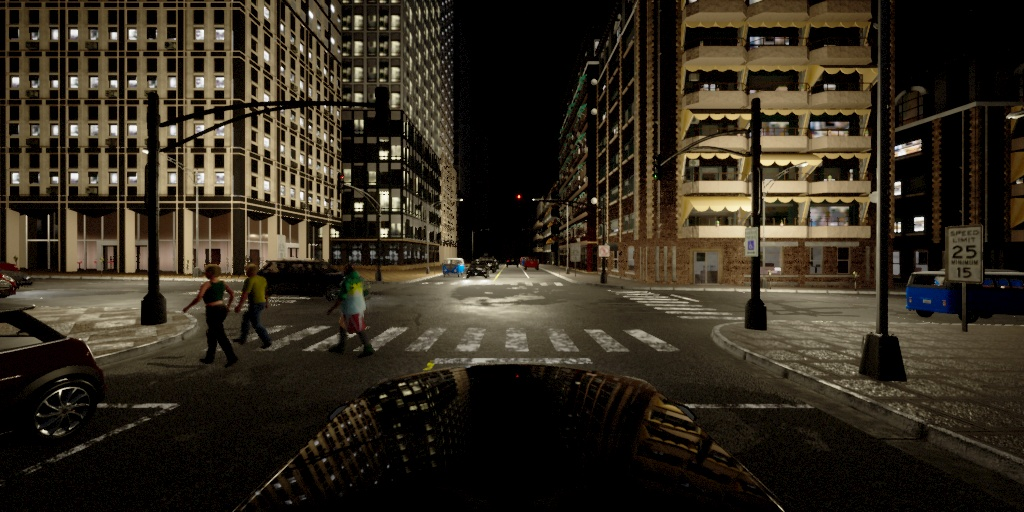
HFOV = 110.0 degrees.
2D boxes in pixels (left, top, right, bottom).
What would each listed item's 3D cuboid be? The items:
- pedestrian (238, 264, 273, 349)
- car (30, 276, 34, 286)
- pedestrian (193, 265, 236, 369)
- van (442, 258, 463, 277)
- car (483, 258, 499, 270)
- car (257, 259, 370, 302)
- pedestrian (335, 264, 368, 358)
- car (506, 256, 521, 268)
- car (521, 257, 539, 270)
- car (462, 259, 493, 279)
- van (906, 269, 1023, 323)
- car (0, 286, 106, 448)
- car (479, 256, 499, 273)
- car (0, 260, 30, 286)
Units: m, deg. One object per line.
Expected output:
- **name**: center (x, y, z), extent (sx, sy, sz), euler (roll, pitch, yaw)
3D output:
- **pedestrian**: center (-5.481, 1.037, 7.672), extent (0.375, 1.860, 0.375), euler (0, 0, 0)
- **car**: center (-24.679, 0.854, 15.710), extent (5.357, 1.411, 2.033), euler (1, 0, 0)
- **pedestrian**: center (-5.363, 1.044, 6.472), extent (0.375, 1.860, 0.375), euler (0, 0, 0)
- **van**: center (-5.649, 1.097, 34.812), extent (1.690, 1.789, 3.998), euler (0, 0, 0)
- **car**: center (-3.028, 1.118, 53.265), extent (2.097, 1.767, 4.553), euler (0, 0, 0)
- **car**: center (-8.694, 0.965, 15.726), extent (4.553, 1.767, 2.097), euler (1, 0, 0)
- **pedestrian**: center (-3.153, 1.044, 7.070), extent (0.375, 1.860, 0.375), euler (0, 0, 0)
- **car**: center (0.080, 0.994, 63.915), extent (2.150, 2.045, 5.566), euler (0, 0, 0)
- **car**: center (2.752, 1.079, 51.456), extent (2.192, 1.841, 5.009), euler (0, 0, 0)
- **car**: center (-3.057, 1.260, 32.771), extent (1.837, 1.490, 4.892), euler (0, 0, 0)
- **van**: center (16.926, 1.453, 13.027), extent (3.998, 1.789, 1.690), euler (0, 0, 0)
- **car**: center (-5.689, 1.190, 2.338), extent (1.967, 1.591, 4.097), euler (0, 0, 0)
- **car**: center (-3.042, 0.982, 43.335), extent (2.150, 2.045, 5.566), euler (0, 0, 0)
- **car**: center (-21.133, 0.818, 13.125), extent (4.097, 1.591, 1.967), euler (0, 0, 0)
